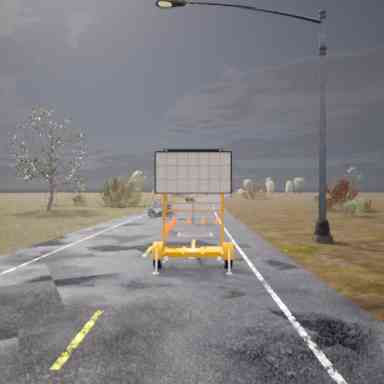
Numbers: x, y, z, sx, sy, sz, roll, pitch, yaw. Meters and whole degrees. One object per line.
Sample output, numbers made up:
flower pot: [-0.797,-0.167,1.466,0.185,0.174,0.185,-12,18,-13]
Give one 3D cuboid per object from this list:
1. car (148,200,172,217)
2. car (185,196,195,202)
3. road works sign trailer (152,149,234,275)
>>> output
car: [-3.006,1.483,31.704,2.128,1.511,4.902,0,0,2]
car: [-0.447,1.567,72.602,1.895,1.301,4.718,0,0,5]
road works sign trailer: [0.043,0.462,10.463,2.380,3.560,2.880,0,0,1]
